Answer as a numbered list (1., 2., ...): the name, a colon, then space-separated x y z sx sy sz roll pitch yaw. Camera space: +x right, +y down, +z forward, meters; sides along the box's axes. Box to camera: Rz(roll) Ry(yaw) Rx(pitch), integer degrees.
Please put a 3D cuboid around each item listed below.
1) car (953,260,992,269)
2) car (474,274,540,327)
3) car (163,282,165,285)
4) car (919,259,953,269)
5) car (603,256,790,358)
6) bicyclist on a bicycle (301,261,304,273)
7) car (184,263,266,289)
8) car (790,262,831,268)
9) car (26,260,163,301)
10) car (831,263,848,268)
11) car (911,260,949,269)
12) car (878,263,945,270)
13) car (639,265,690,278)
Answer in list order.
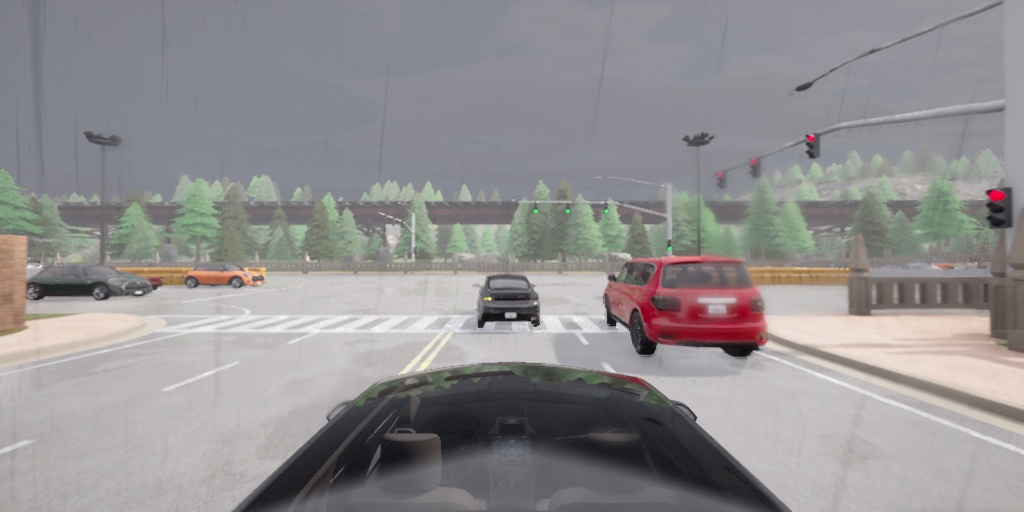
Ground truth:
1. car: 43.040 1.146 31.898 4.553 1.767 2.097 -2 0 0
2. car: -0.236 1.344 12.031 1.837 1.490 4.892 0 0 -5
3. car: -23.794 1.518 21.409 4.718 1.301 1.895 0 0 0
4. car: 44.687 1.134 38.886 4.553 1.767 2.097 -3 0 0
5. car: 3.749 1.033 8.871 2.150 2.045 5.566 0 0 4
6. bicyclist on a bicycle: -27.096 1.434 46.908 0.582 1.620 1.656 0 0 0
7. car: -19.774 1.299 24.895 4.553 1.767 2.097 0 0 0
8. car: 24.940 1.358 31.922 4.553 1.767 2.097 0 0 0
9. car: -20.919 1.239 17.894 4.553 1.767 2.097 0 0 -2
10. car: 29.486 1.527 35.408 4.902 1.511 2.128 0 0 0
11. car: 39.468 1.468 35.402 4.674 1.442 1.812 -1 0 0
12. car: 34.408 1.543 31.904 5.357 1.411 2.033 0 0 0
13. car: 16.467 1.666 38.947 4.718 1.301 1.895 0 0 0
